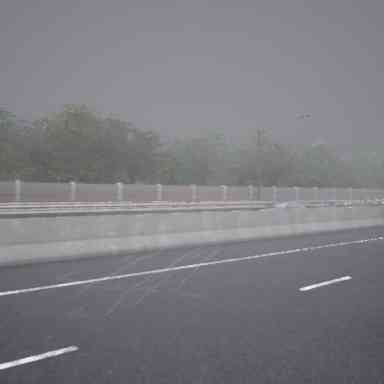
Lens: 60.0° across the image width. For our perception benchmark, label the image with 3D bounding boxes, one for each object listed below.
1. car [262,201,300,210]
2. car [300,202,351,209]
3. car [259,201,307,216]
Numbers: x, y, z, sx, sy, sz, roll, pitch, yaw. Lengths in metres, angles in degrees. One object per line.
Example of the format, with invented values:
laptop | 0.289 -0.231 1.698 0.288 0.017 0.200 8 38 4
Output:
car | 8.875 1.702 31.445 4.674 1.442 1.812 0 0 -34
car | 12.297 1.679 29.535 4.902 1.511 2.128 1 0 -34
car | 10.033 1.748 36.443 5.357 1.411 2.033 0 0 -34
